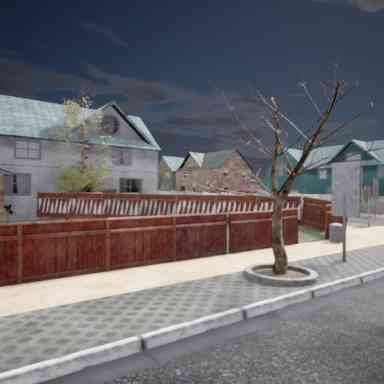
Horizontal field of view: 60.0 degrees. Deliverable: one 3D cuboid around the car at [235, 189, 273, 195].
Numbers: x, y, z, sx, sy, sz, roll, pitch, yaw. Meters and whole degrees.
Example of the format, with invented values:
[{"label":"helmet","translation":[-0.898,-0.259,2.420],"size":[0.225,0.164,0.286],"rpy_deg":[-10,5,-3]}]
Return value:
[{"label":"car","translation":[5.699,0.797,28.136],"size":[2.150,2.045,5.566],"rpy_deg":[1,1,-36]}]
